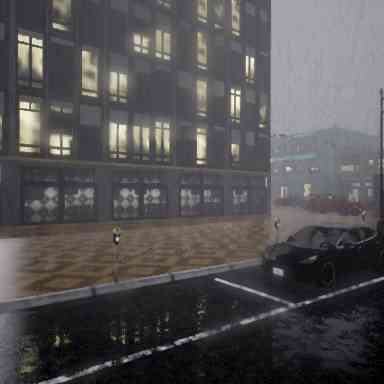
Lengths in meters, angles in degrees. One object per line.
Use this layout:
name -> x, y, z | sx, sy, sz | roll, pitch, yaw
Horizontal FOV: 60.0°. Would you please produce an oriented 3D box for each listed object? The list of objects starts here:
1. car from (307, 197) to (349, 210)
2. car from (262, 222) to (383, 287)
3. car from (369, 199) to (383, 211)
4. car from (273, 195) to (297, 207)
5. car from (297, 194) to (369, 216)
car -> 15.860, 1.341, 38.905 | 1.802, 1.307, 4.206 | 1, 0, -36
car -> 3.873, 1.565, 9.317 | 4.313, 1.339, 1.947 | 0, 0, -36
car -> 19.144, 1.372, 34.436 | 1.887, 1.381, 4.507 | 1, 0, -36
car -> 12.578, 1.130, 43.376 | 1.967, 1.590, 4.097 | 1, 0, -36
car -> 12.396, 1.101, 29.475 | 2.192, 1.841, 5.009 | 1, 0, -36
